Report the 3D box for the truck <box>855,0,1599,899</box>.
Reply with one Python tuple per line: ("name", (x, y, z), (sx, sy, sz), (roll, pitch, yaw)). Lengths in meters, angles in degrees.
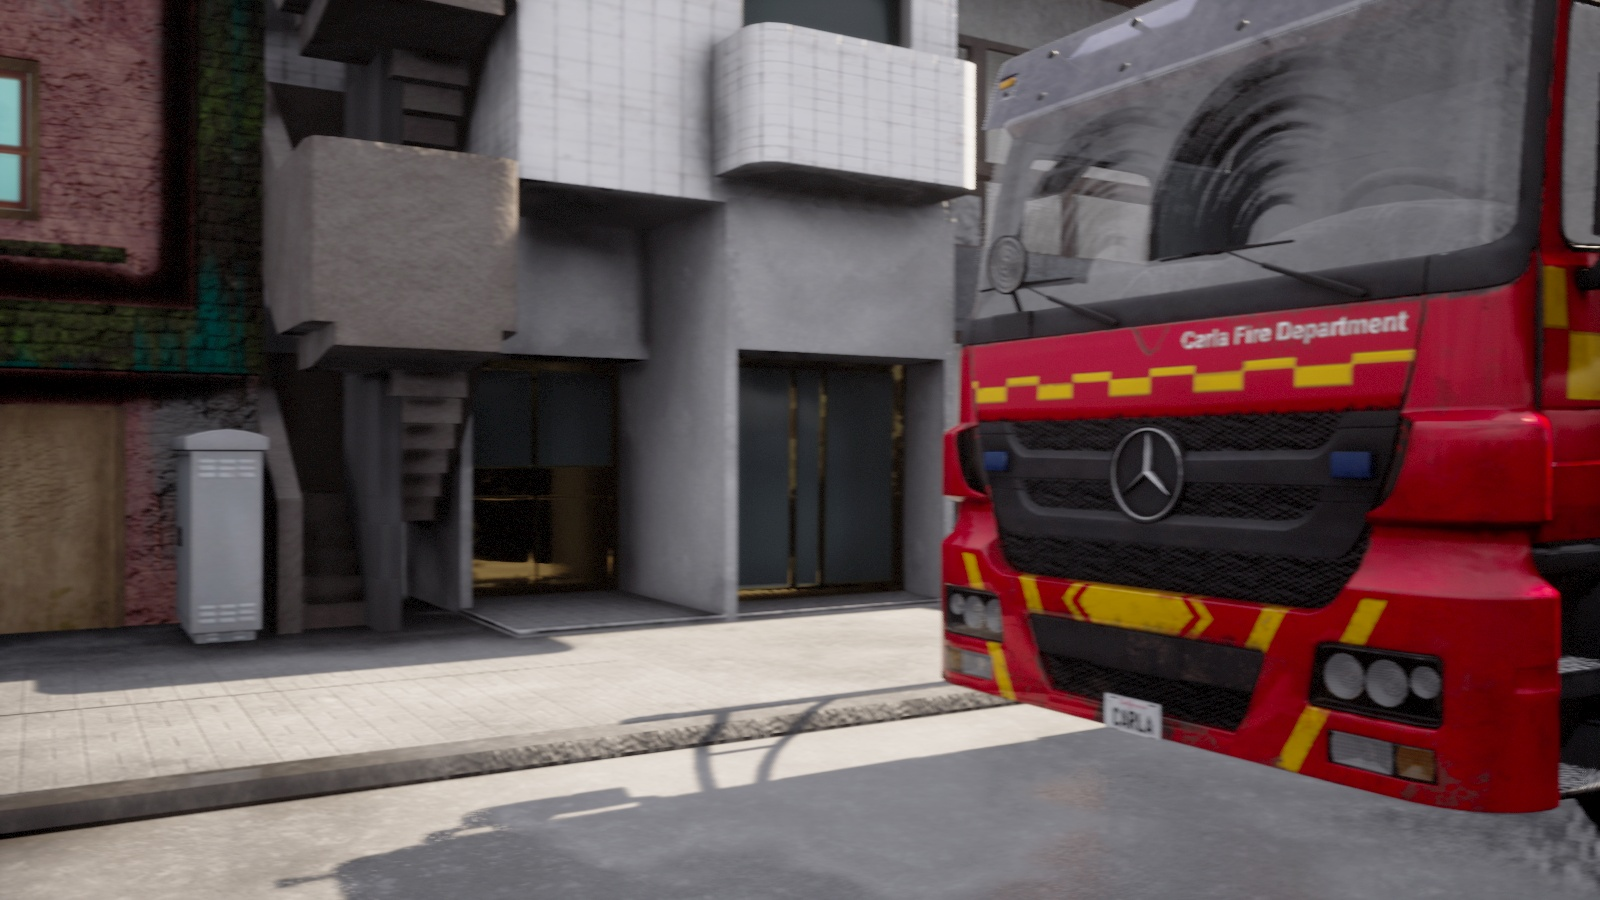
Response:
("truck", (4.635, -0.415, 6.951), (8.468, 3.827, 2.891), (0, 0, -31))
